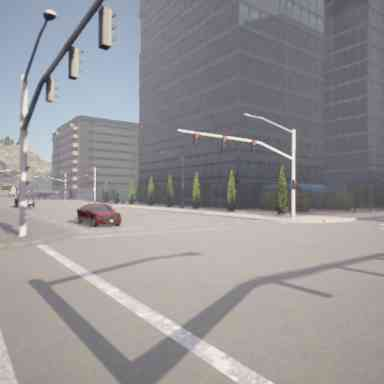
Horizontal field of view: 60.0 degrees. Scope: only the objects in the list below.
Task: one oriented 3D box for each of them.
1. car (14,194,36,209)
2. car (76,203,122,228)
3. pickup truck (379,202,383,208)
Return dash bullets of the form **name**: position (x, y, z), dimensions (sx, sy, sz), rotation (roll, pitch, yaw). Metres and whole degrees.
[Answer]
- **car**: position (-24.331, 1.317, 48.291), dimensions (2.150, 2.045, 5.566), rotation (1, -1, -35)
- **car**: position (-6.567, 1.559, 23.272), dimensions (1.882, 1.535, 5.008), rotation (1, 0, -35)
- **pickup truck**: position (32.459, 1.576, 52.309), dimensions (6.274, 2.098, 2.390), rotation (0, 0, -5)
